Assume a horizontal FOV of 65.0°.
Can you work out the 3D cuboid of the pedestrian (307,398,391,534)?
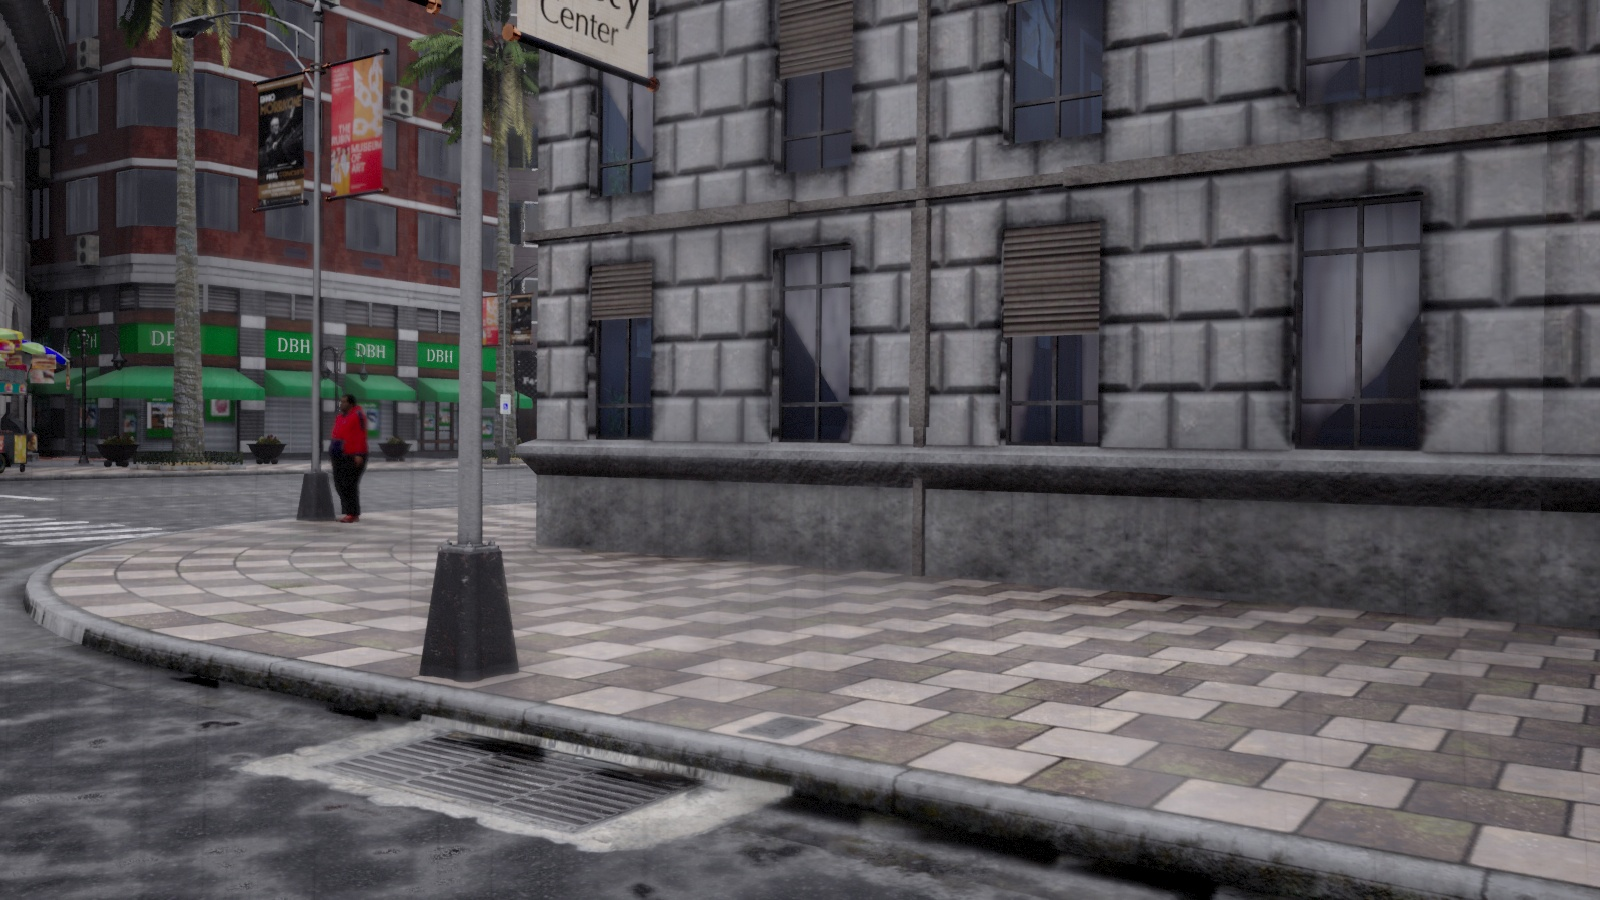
[{"bbox_3d":[-6.311,0.205,17.586,0.634,1.844,0.899,0,1,43],"label":"pedestrian"}]
